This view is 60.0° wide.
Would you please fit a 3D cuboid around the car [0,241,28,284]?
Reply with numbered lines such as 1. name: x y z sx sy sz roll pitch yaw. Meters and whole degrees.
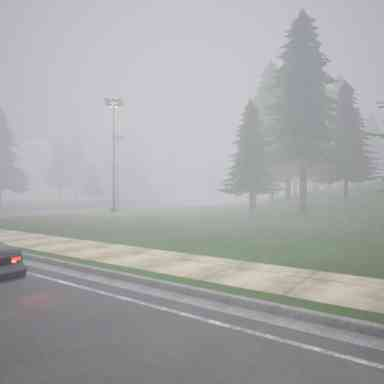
1. car: -6.267 1.543 8.301 5.357 1.411 2.033 0 0 35
